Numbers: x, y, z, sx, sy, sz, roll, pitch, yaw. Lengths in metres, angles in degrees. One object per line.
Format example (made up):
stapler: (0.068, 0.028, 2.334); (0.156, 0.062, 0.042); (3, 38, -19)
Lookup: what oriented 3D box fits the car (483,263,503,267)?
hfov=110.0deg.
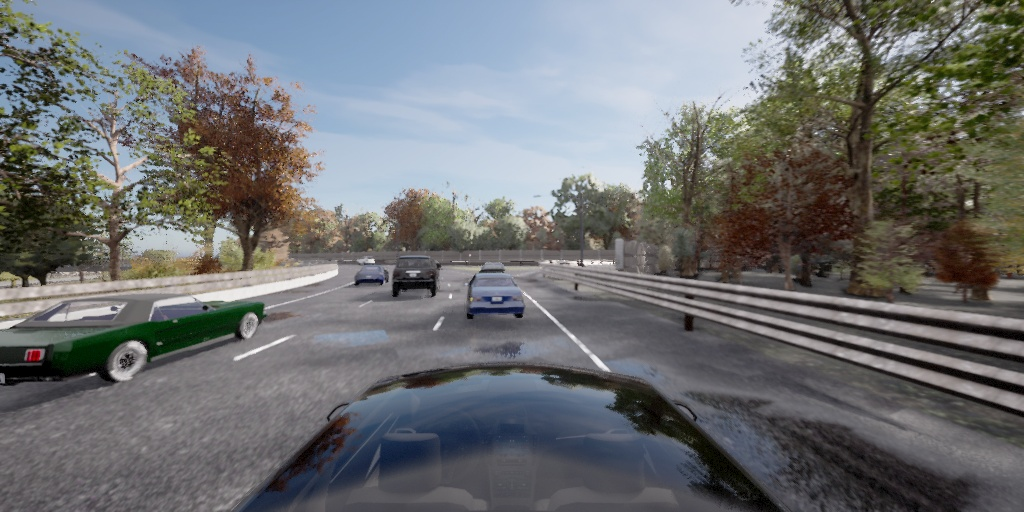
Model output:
car: (-1.402, 1.238, 27.003); (1.882, 1.535, 5.008); (0, 0, -2)

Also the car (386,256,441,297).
car: (-5.115, 0.994, 19.546); (2.150, 2.045, 5.566); (0, 0, -10)

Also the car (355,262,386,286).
car: (-10.116, 1.355, 26.163); (1.994, 1.385, 4.181); (0, 0, -13)

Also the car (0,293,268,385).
car: (-7.134, 1.377, 7.074); (1.895, 1.301, 4.718); (0, 0, -3)

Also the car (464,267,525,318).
car: (-0.720, 1.302, 12.957); (2.033, 1.411, 5.357); (0, 0, -6)
